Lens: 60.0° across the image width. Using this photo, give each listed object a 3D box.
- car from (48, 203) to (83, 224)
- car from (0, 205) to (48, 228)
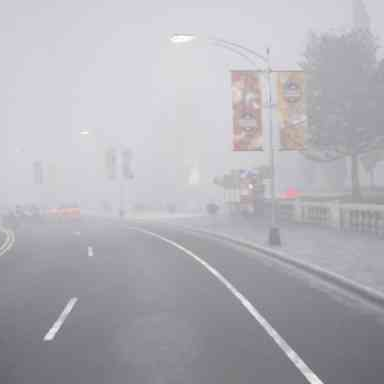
[{"bbox_3d":[-11.312,1.713,29.031,2.097,1.767,4.553,-2,0,-40],"label":"car"},{"bbox_3d":[-13.373,1.787,26.263,2.097,1.767,4.553,-2,0,-39],"label":"car"}]
